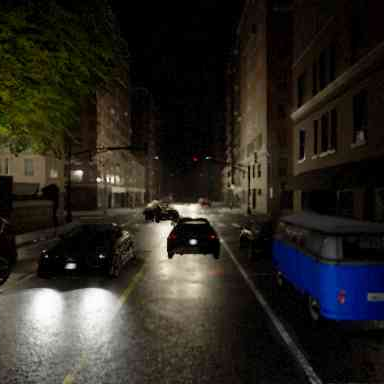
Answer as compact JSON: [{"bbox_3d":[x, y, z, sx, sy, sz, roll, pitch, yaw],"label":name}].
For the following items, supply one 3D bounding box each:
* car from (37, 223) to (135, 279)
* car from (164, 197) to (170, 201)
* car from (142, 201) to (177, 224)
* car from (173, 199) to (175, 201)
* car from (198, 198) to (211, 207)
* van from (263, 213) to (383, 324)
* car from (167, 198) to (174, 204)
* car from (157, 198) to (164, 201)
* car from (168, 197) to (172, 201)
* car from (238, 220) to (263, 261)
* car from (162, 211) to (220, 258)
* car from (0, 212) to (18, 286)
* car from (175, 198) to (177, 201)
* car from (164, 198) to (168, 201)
[{"bbox_3d":[-3.004,1.673,10.256,1.994,1.385,4.181,0,-1,0],"label":"car"},{"bbox_3d":[-5.708,2.162,61.550,1.887,1.381,4.507,0,-1,0],"label":"car"},{"bbox_3d":[-2.726,1.774,27.804,2.128,1.511,4.902,0,0,-27],"label":"car"},{"bbox_3d":[-5.718,2.340,77.902,2.008,1.369,4.403,0,-1,0],"label":"car"},{"bbox_3d":[2.813,2.106,67.043,1.967,1.590,4.097,0,-1,0],"label":"car"},{"bbox_3d":[2.852,1.412,7.010,1.690,1.788,3.998,0,-1,0],"label":"van"},{"bbox_3d":[-5.725,2.432,88.633,1.752,1.417,4.829,0,-1,0],"label":"car"},{"bbox_3d":[-5.700,2.030,50.479,1.752,1.417,4.829,0,-1,0],"label":"car"},{"bbox_3d":[-5.711,2.218,67.001,1.887,1.381,4.507,0,-1,0],"label":"car"},{"bbox_3d":[2.849,1.694,12.668,1.947,1.339,4.313,0,-1,0],"label":"car"},{"bbox_3d":[0.064,1.703,13.455,1.994,1.385,4.181,0,0,1],"label":"car"},{"bbox_3d":[-5.673,1.393,6.965,2.192,1.841,5.009,0,-1,0],"label":"car"},{"bbox_3d":[-5.723,2.164,83.354,2.192,1.841,5.009,0,-1,0],"label":"car"},{"bbox_3d":[-5.704,2.112,56.099,2.008,1.369,4.403,0,-1,0],"label":"car"}]
